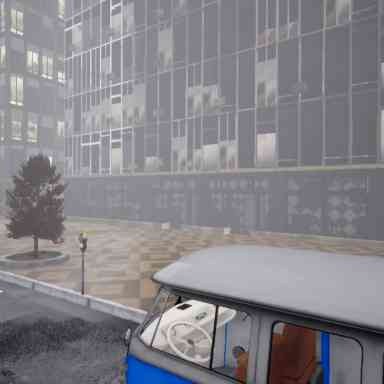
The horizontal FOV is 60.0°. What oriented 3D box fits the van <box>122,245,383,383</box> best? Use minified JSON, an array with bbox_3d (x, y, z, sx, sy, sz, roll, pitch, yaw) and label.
[{"bbox_3d":[1.332,1.341,1.918,3.998,1.788,1.690,0,0,35],"label":"van"}]
